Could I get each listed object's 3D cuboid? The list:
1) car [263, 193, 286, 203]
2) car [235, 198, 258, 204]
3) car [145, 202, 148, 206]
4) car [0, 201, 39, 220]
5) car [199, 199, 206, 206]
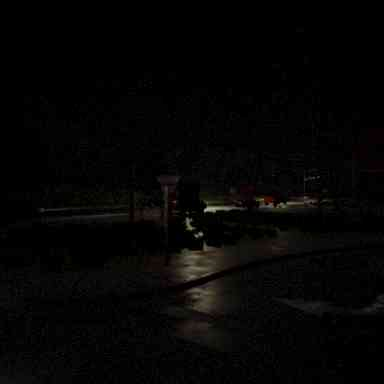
[{"bbox_3d":[13.573,1.116,54.403,2.150,2.045,5.566,0,0,36],"label":"car"},{"bbox_3d":[7.651,1.459,46.124,1.994,1.385,4.181,0,0,36],"label":"car"},{"bbox_3d":[-3.911,1.056,36.154,2.128,1.511,4.902,0,0,36],"label":"car"},{"bbox_3d":[-13.312,1.368,23.287,2.128,1.511,4.902,0,0,36],"label":"car"},{"bbox_3d":[-0.781,1.115,34.361,2.150,2.045,5.566,0,0,37],"label":"car"}]
